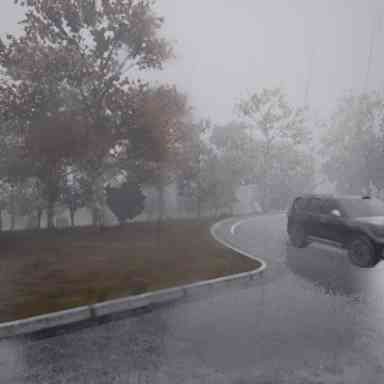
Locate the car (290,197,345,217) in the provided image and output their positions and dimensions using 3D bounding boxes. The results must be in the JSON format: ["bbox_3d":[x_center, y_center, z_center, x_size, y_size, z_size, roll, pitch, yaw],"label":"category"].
[{"bbox_3d":[10.906,1.221,28.720,4.902,1.511,2.128,-1,0,-36],"label":"car"}]

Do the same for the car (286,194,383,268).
[{"bbox_3d":[5.344,1.108,11.380,2.150,2.045,5.566,-1,0,-14],"label":"car"}]
